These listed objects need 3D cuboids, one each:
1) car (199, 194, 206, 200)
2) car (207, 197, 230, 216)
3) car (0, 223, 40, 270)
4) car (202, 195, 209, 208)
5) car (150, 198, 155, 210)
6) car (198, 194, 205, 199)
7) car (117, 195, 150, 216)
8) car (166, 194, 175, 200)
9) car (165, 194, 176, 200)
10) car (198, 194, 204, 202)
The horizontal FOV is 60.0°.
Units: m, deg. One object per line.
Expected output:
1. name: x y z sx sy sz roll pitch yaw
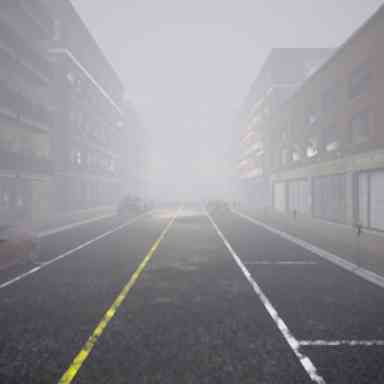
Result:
1. car: 2.681 1.296 88.197 1.752 1.417 4.829 0 0 0
2. car: 2.687 1.446 31.835 1.752 1.417 4.829 0 0 0
3. car: -5.691 1.560 9.123 1.802 1.307 4.206 0 0 0
4. car: 2.686 1.437 42.938 1.887 1.381 4.507 0 0 0
5. car: -5.694 1.347 37.304 1.967 1.590 4.097 0 0 0
6. car: 2.679 1.322 93.663 1.947 1.339 4.313 0 0 0
7. car: -5.692 1.236 31.668 2.192 1.841 5.009 0 0 0
8. car: -5.701 1.322 88.030 2.008 1.369 4.403 0 0 0
9. car: -5.700 1.338 82.393 2.008 1.369 4.403 0 0 0
10. car: 2.683 1.383 65.482 2.008 1.369 4.403 0 0 0
